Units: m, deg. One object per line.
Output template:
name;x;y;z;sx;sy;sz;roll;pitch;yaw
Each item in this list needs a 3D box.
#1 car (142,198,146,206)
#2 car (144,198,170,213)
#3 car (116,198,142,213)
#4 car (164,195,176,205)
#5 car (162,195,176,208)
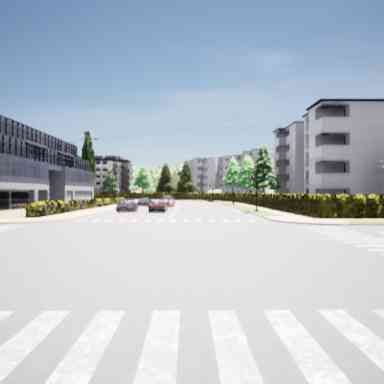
car;-7.416;1.579;52.575;2.033;1.411;5.357;0;0;0
car;-3.790;1.623;37.180;1.895;1.301;4.718;0;0;0
car;-7.293;1.586;37.595;1.994;1.385;4.181;0;0;0
car;-4.121;1.389;61.954;2.097;1.767;4.553;0;0;-2
car;-3.815;1.382;49.708;2.097;1.767;4.553;0;0;-1
